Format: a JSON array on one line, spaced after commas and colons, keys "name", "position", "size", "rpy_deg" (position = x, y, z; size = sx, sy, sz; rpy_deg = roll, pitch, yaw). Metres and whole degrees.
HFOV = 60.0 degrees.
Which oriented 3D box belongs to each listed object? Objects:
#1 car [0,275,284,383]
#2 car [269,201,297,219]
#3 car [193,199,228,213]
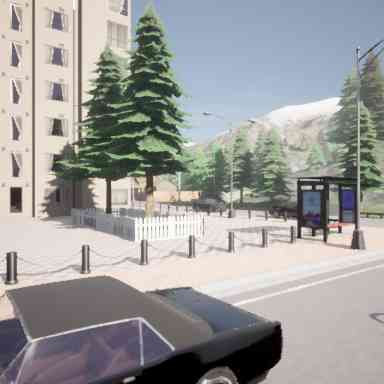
[{"name": "car", "position": [-1.418, 1.601, 2.964], "size": [4.718, 1.301, 1.895], "rpy_deg": [0, 0, -35]}, {"name": "car", "position": [8.669, 1.493, 27.582], "size": [1.882, 1.535, 5.008], "rpy_deg": [0, 0, -35]}, {"name": "car", "position": [1.973, 1.520, 37.156], "size": [1.837, 1.490, 4.892], "rpy_deg": [0, 0, -35]}]
